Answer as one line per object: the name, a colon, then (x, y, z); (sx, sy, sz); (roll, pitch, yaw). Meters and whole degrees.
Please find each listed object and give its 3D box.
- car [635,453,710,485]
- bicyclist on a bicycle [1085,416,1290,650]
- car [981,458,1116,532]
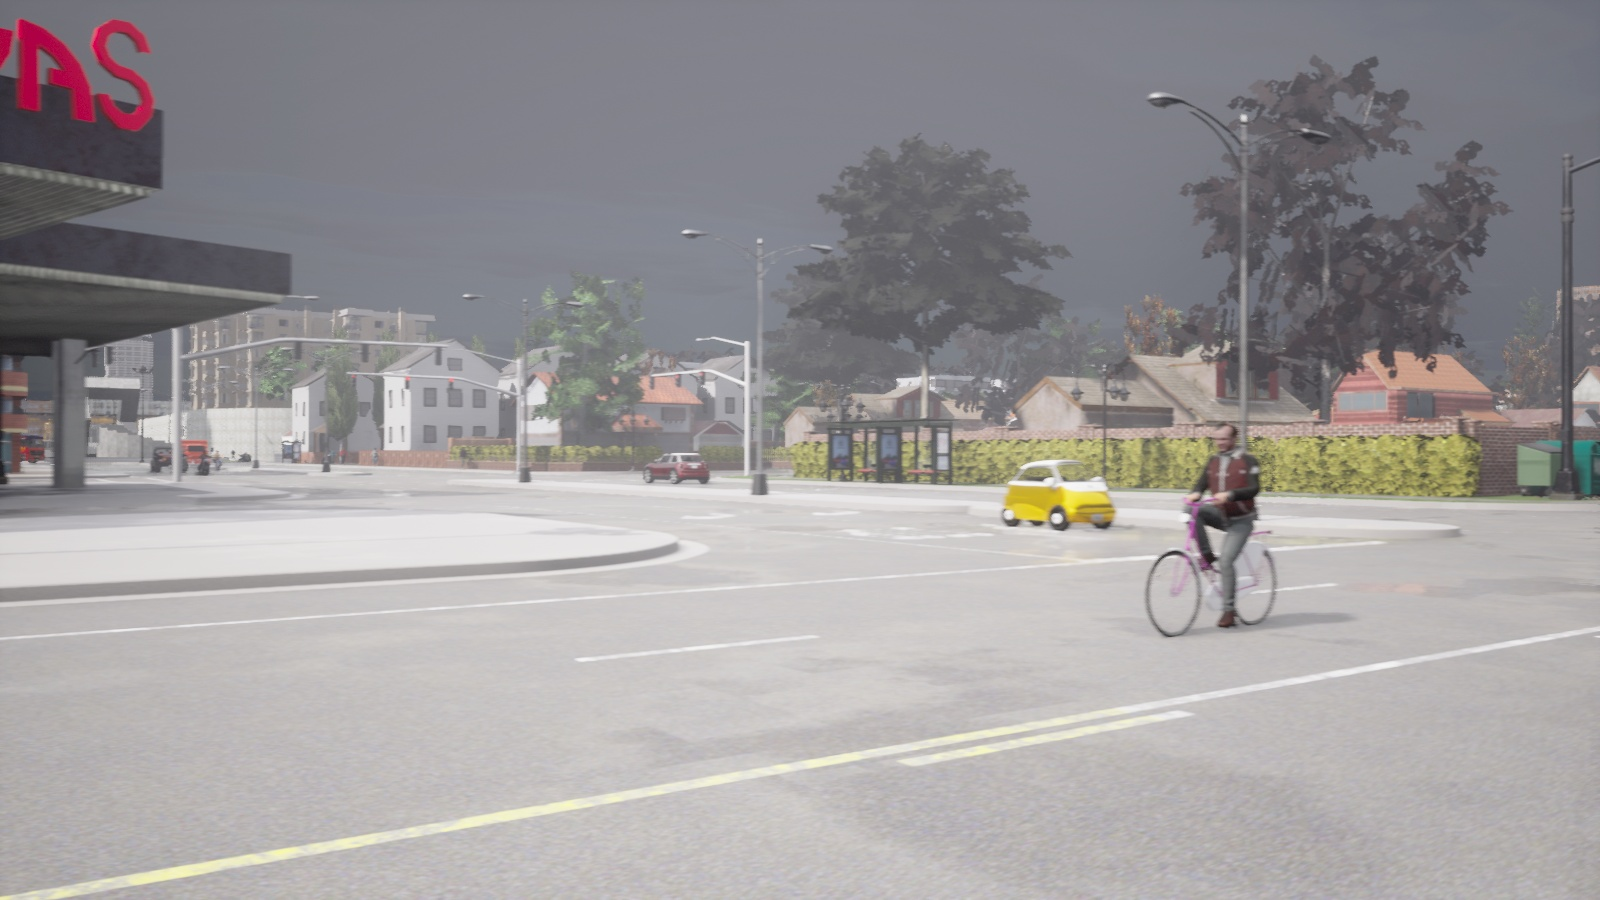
car: (-6.188, 0.879, 60.576); (1.970, 1.475, 3.806); (0, 0, -35)
bicyclist on a bicycle: (3.215, 0.635, 10.338); (1.843, 1.776, 0.659); (0, -1, -38)
car: (4.889, 0.853, 24.822); (1.481, 1.376, 2.207); (0, -1, -35)
